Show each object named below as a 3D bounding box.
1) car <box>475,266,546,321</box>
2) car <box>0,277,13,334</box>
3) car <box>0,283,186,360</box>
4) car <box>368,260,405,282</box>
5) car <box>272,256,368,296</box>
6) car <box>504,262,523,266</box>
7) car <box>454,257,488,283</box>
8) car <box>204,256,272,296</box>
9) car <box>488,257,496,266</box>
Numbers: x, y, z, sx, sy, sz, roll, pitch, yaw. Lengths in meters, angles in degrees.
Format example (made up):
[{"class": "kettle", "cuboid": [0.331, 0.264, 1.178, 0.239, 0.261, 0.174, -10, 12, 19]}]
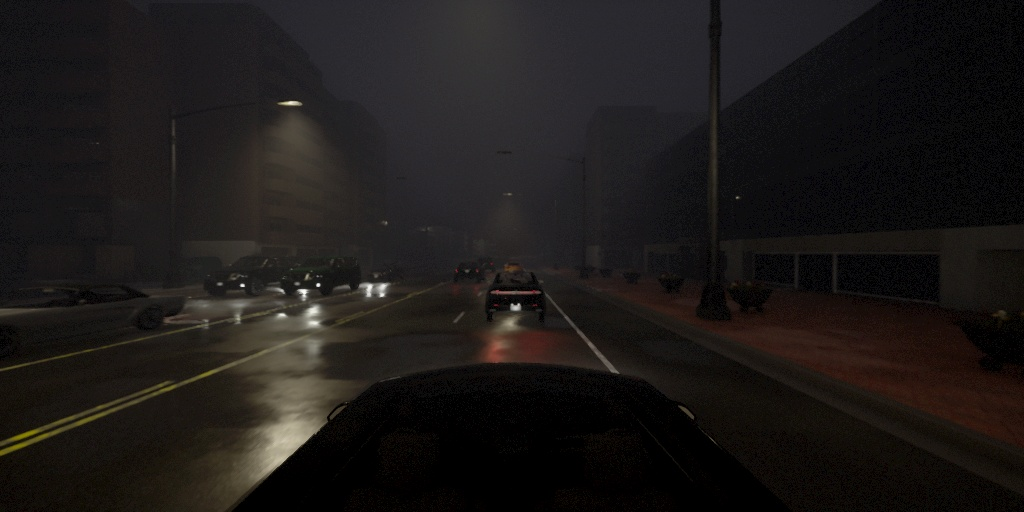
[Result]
[{"class": "car", "cuboid": [0.119, 1.261, 12.519, 2.128, 1.511, 4.902, 0, 0, 0]}, {"class": "car", "cuboid": [-14.079, 1.267, 7.128, 1.812, 1.442, 4.674, 0, 0, 0]}, {"class": "car", "cuboid": [-10.589, 1.348, 8.325, 1.895, 1.301, 4.718, 0, 0, 1]}, {"class": "car", "cuboid": [-10.439, 1.313, 30.079, 2.128, 1.511, 4.902, 0, 0, 1]}, {"class": "car", "cuboid": [-10.451, 1.002, 20.218, 2.150, 2.045, 5.566, 0, 0, 0]}, {"class": "car", "cuboid": [0.194, 1.335, 38.395, 1.882, 1.535, 5.008, 0, 0, 0]}, {"class": "car", "cuboid": [-3.356, 1.174, 29.055, 2.097, 1.767, 4.553, 0, 0, 1]}, {"class": "car", "cuboid": [-13.955, 1.000, 19.904, 2.150, 2.045, 5.566, 0, 0, 0]}, {"class": "car", "cuboid": [-3.293, 1.103, 46.852, 2.150, 2.045, 5.566, 0, 0, 0]}]
